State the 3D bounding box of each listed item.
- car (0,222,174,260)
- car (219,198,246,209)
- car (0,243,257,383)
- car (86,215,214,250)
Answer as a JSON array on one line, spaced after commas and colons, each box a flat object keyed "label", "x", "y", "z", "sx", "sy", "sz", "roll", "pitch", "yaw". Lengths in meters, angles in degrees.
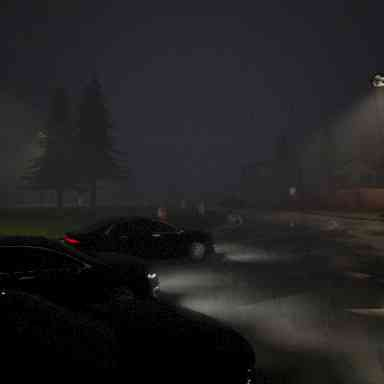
[{"label": "car", "x": -2.957, "y": 1.505, "z": 5.714, "sx": 4.892, "sy": 1.490, "sz": 1.837, "roll": 0, "pitch": 0, "yaw": -31}, {"label": "car", "x": 5.444, "y": 1.519, "z": 44.642, "sx": 1.812, "sy": 1.442, "sz": 4.674, "roll": 0, "pitch": 0, "yaw": -28}, {"label": "car", "x": -1.757, "y": 1.478, "z": 2.354, "sx": 5.008, "sy": 1.535, "sz": 1.882, "roll": 0, "pitch": 0, "yaw": -31}, {"label": "car", "x": -1.550, "y": 1.504, "z": 10.628, "sx": 4.892, "sy": 1.490, "sz": 1.837, "roll": 0, "pitch": 0, "yaw": -31}]
